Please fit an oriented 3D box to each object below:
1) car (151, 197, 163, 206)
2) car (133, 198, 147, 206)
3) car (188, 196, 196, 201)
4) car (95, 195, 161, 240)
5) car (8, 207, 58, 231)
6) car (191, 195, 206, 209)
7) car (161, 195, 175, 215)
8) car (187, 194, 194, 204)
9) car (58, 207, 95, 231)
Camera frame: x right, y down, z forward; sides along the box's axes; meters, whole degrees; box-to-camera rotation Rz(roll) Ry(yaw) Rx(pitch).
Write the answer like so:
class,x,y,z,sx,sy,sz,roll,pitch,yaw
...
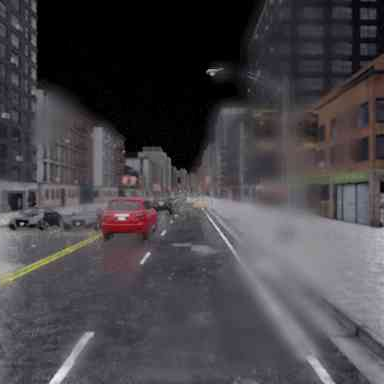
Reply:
class,x,y,z,sx,sy,sz,roll,pitch,yaw
car,-6.517,1.784,62.591,1.812,1.442,4.674,0,0,1
car,-9.763,1.822,62.605,1.994,1.385,4.181,0,0,1
car,0.028,1.745,88.754,2.033,1.411,5.357,0,0,0
car,-3.141,1.299,17.659,2.150,2.045,5.566,0,0,1
car,-9.843,1.658,21.250,1.994,1.385,4.181,0,0,0
car,1.154,1.669,49.678,1.801,1.575,5.366,0,0,0
car,-3.138,1.385,36.807,2.150,2.045,5.566,0,0,0
car,0.021,1.514,69.067,2.150,2.045,5.566,0,0,1
car,-6.593,1.658,21.235,1.994,1.385,4.181,0,0,0
